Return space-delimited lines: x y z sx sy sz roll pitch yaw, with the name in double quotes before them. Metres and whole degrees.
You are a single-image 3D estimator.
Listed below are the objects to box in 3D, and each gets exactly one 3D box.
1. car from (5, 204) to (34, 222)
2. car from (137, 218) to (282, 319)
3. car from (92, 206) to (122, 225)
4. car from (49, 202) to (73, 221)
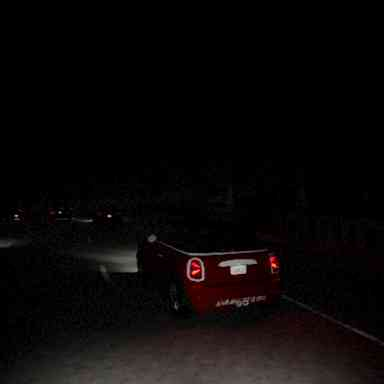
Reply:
"car" -15.751 1.880 30.484 1.837 1.490 4.892 0 -3 -20
"car" 0.087 1.418 7.895 2.097 1.767 4.553 0 -1 -20
"car" -6.836 1.783 26.575 1.994 1.385 4.181 0 -1 -20
"car" -11.985 1.889 30.390 2.033 1.411 5.357 0 -2 -20
